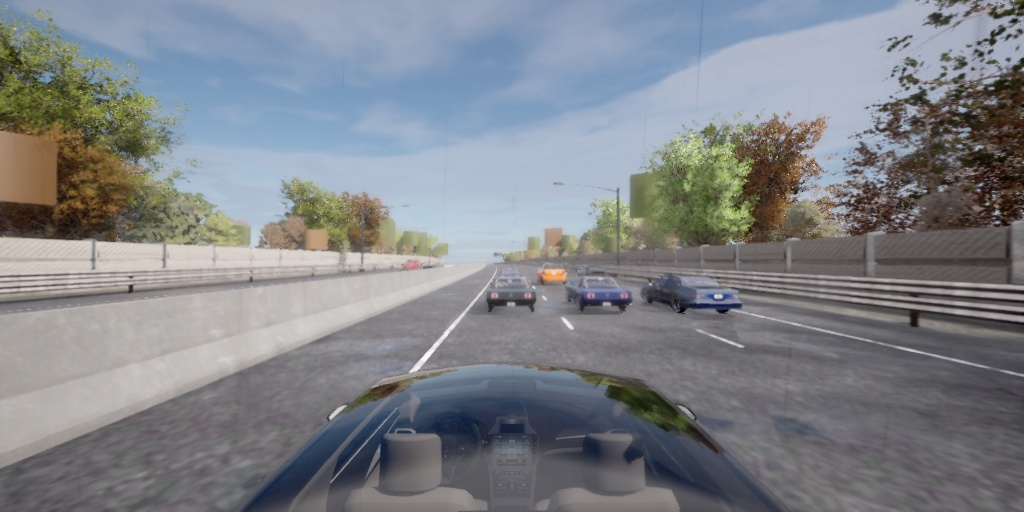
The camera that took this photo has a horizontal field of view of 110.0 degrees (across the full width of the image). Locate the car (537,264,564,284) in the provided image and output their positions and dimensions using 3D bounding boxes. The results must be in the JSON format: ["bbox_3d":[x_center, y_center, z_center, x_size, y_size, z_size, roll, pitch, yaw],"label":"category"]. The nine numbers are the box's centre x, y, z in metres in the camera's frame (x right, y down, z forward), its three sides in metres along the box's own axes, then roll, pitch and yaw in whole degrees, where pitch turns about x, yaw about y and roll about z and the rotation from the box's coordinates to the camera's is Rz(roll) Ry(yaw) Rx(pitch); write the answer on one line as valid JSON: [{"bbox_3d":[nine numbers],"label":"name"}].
[{"bbox_3d":[3.303,1.425,30.572,2.097,1.767,4.553,0,-1,0],"label":"car"}]

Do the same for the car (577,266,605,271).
[{"bbox_3d":[6.802,1.583,30.670,1.837,1.490,4.892,0,0,0],"label":"car"}]

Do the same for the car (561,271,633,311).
[{"bbox_3d":[3.474,1.504,15.317,1.895,1.301,4.718,0,-1,0],"label":"car"}]

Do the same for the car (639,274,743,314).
[{"bbox_3d":[6.974,1.443,14.628,2.033,1.411,5.357,0,-1,0],"label":"car"}]

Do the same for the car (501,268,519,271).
[{"bbox_3d":[-0.196,1.671,30.342,1.895,1.301,4.718,0,-1,0],"label":"car"}]

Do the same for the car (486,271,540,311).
[{"bbox_3d":[-0.025,1.503,15.294,1.895,1.301,4.718,0,-1,0],"label":"car"}]
